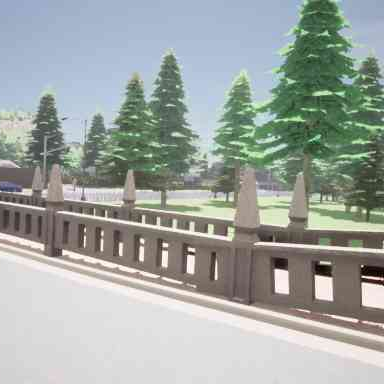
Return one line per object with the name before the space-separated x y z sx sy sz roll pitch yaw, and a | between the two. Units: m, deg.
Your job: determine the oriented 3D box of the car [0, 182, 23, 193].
car | -21.384 -0.402 36.981 1.812 1.442 4.674 4 3 37
